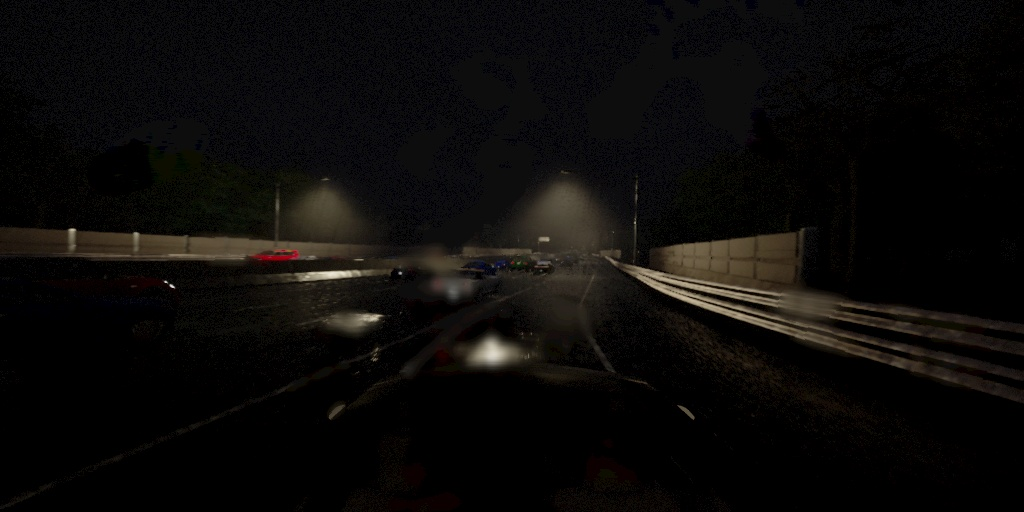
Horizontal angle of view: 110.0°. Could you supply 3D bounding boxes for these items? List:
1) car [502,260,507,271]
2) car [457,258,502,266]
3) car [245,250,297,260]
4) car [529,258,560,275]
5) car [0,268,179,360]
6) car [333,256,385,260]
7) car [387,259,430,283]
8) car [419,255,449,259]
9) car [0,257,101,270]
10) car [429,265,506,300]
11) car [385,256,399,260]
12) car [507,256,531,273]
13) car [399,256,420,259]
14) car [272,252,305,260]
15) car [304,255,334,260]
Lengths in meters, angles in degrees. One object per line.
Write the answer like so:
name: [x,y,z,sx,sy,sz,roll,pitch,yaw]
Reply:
car: [-1.245,1.256,49.344,1.812,1.442,4.674,1,0,14]
car: [-2.646,1.163,29.117,1.882,1.535,5.008,1,0,14]
car: [-25.600,0.328,38.558,2.150,2.045,5.566,1,0,14]
car: [3.648,1.342,39.939,2.128,1.511,4.902,1,0,14]
car: [-8.473,1.050,5.830,1.812,1.442,4.674,1,0,14]
car: [-15.347,0.967,36.360,1.895,1.301,4.718,1,0,14]
car: [-7.023,1.137,26.043,1.994,1.385,4.181,1,0,14]
car: [-11.258,1.004,52.726,1.812,1.442,4.674,1,0,14]
car: [-11.305,0.806,8.920,2.097,1.767,4.553,1,0,14]
car: [-1.962,1.298,17.457,1.895,1.301,4.718,1,0,14]
car: [-18.019,0.785,54.505,1.882,1.535,5.008,1,0,14]
car: [1.411,1.018,45.453,2.150,2.045,5.566,1,0,14]
car: [-14.570,0.920,53.885,1.812,1.442,4.674,1,0,14]
car: [-22.148,0.685,37.988,2.128,1.511,4.902,1,0,14]
car: [-18.728,0.807,37.249,1.812,1.442,4.674,1,0,14]
